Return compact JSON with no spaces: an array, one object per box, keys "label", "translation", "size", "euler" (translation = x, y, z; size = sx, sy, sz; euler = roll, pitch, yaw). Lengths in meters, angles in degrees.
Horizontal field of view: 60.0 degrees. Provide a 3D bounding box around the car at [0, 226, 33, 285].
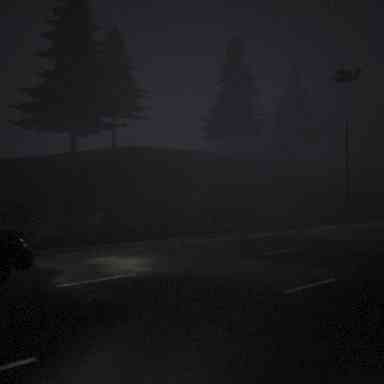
[{"label":"car","translation":[-6.719,1.247,7.523],"size":[5.566,2.045,2.150],"euler":[0,0,-35]}]
